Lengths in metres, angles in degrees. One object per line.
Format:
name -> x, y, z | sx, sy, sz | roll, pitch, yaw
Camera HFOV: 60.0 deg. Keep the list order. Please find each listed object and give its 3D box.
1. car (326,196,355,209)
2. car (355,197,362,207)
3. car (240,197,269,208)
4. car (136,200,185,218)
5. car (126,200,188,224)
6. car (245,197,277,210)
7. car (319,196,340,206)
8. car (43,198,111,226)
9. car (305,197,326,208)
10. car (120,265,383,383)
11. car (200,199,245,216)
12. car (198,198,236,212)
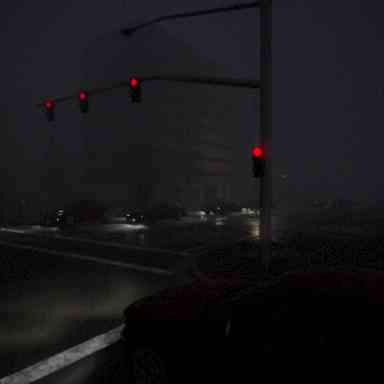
car -> 19.700, 1.515, 44.014 | 2.033, 1.411, 5.357 | 0, 0, 34
car -> 25.133, 1.527, 51.784 | 1.994, 1.385, 4.181 | 0, 0, 35
car -> 8.900, 1.450, 47.166 | 2.128, 1.511, 4.902 | 0, 0, 35
car -> -2.792, 1.494, 30.495 | 1.812, 1.442, 4.674 | 0, 0, 35
car -> -2.448, 1.522, 24.900 | 2.033, 1.411, 5.357 | 0, 0, 35
car -> 8.882, 1.456, 41.076 | 2.128, 1.511, 4.902 | 0, 0, 35
car -> 22.375, 1.451, 53.940 | 2.128, 1.511, 4.902 | 0, 0, 35
car -> -7.946, 1.325, 23.142 | 2.097, 1.767, 4.553 | 0, 0, 35
car -> 17.157, 1.490, 46.466 | 1.812, 1.442, 4.674 | 0, 0, 35
car -> 1.392, 1.475, 3.150 | 5.008, 1.535, 1.882 | 0, 0, 39
car -> 3.047, 1.570, 32.757 | 1.895, 1.301, 4.718 | 0, 0, 35
car -> 3.032, 1.511, 38.841 | 2.033, 1.411, 5.357 | 0, 0, 34
